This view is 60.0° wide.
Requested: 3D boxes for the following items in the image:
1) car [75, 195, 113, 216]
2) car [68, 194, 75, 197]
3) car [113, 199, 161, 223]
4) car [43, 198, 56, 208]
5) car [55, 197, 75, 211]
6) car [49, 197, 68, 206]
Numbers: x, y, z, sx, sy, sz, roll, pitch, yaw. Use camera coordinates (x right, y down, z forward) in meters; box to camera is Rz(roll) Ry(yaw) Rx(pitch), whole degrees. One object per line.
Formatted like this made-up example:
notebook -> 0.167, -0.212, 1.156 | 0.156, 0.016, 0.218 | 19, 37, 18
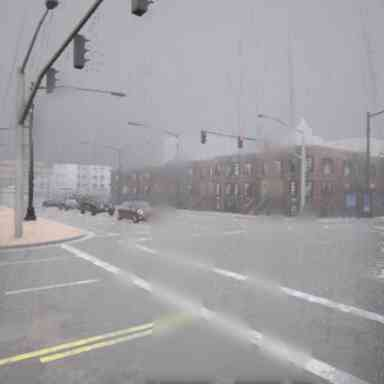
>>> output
car -> -10.043, 1.373, 35.044 | 2.150, 2.045, 5.566 | 1, -1, -36
car -> -18.896, 1.418, 53.721 | 2.150, 2.045, 5.566 | 1, -1, -36
car -> -4.333, 1.504, 27.102 | 2.097, 1.767, 4.553 | 1, -1, -35
car -> -21.635, 1.714, 51.268 | 1.994, 1.385, 4.181 | 1, -1, -35
car -> -15.835, 1.677, 43.138 | 1.812, 1.442, 4.674 | 1, -1, -35
car -> -25.020, 1.743, 62.241 | 2.033, 1.411, 5.357 | 1, -1, -36
